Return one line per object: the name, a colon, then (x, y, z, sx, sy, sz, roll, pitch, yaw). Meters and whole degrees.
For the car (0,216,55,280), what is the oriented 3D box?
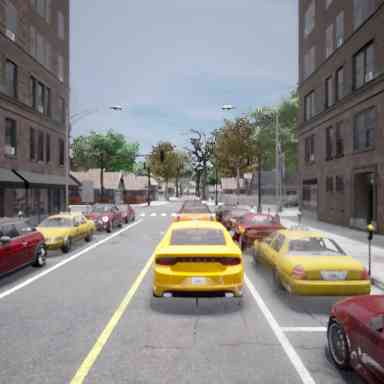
car: (-5.365, 1.439, 8.373, 1.967, 1.590, 4.097, 0, 0, 0)

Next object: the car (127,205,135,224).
car: (-5.316, 1.583, 24.930, 1.802, 1.307, 4.206, 0, 0, 0)

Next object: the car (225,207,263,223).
car: (2.676, 1.544, 13.871, 1.887, 1.381, 4.507, 0, 0, 0)

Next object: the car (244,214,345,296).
car: (2.660, 1.524, 8.522, 1.752, 1.417, 4.829, 0, 0, 0)

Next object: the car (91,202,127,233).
car: (-5.332, 1.440, 19.411, 1.967, 1.590, 4.097, 0, 0, 0)

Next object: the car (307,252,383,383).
car: (2.643, 1.581, 2.834, 1.802, 1.307, 4.206, 0, 0, 0)

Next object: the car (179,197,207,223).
car: (0.078, 1.353, 26.593, 2.097, 1.767, 4.553, 0, 0, 0)

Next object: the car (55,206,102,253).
car: (-5.349, 1.524, 13.722, 1.752, 1.417, 4.829, 0, 0, 0)

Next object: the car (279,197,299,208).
car: (14.388, 1.437, 44.587, 4.674, 1.442, 1.812, 0, 0, 2)

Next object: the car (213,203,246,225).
car: (2.710, 1.567, 24.907, 1.947, 1.339, 4.313, 0, 0, 0)

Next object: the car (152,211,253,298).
car: (0.127, 1.476, 8.569, 1.882, 1.535, 5.008, 0, 0, 0)

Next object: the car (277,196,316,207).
car: (14.974, 1.398, 47.845, 4.902, 1.511, 2.128, 0, 0, 0)

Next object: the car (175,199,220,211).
car: (0.151, 1.352, 17.751, 2.097, 1.767, 4.553, 0, 0, 0)

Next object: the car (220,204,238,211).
car: (2.693, 1.582, 19.389, 1.802, 1.307, 4.206, 0, 0, 0)
